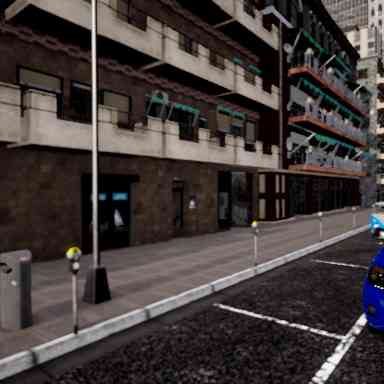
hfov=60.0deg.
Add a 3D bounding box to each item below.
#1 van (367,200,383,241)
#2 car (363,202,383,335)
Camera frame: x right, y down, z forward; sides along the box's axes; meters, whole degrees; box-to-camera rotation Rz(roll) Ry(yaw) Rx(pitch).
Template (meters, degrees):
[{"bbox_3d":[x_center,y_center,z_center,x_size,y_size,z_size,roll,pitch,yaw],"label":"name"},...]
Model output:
[{"bbox_3d":[10.147,1.341,16.679,1.690,1.788,3.998,-1,0,39],"label":"van"},{"bbox_3d":[4.836,1.223,6.068,2.150,2.045,5.566,0,0,39],"label":"car"}]
